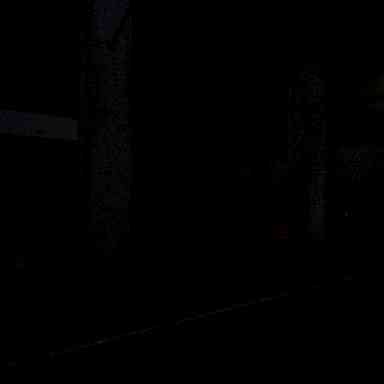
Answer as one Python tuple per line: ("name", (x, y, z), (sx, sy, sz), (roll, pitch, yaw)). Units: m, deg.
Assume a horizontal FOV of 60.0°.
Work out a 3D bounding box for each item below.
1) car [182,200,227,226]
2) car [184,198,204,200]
("car", (0.518, 1.646, 25.411), (4.611, 1.667, 2.242), (1, 0, -36))
("car", (0.716, 1.526, 32.541), (3.866, 1.878, 1.905), (1, 0, -36))
